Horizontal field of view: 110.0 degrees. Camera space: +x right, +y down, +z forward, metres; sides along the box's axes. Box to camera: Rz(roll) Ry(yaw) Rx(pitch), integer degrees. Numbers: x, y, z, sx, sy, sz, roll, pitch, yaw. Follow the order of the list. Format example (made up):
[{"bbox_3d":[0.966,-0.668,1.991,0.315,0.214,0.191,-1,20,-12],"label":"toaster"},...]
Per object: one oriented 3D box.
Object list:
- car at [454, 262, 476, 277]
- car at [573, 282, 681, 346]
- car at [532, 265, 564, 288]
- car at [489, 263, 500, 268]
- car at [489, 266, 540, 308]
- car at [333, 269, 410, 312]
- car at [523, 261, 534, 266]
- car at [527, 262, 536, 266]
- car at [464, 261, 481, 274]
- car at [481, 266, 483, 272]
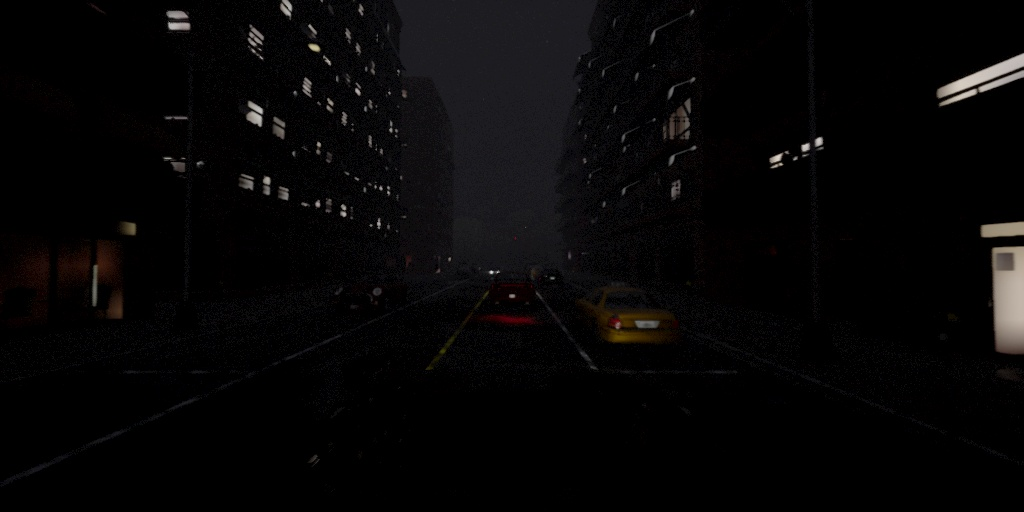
[{"bbox_3d":[-5.801,1.750,42.768,2.007,1.370,4.403,0,0,0],"label":"car"},{"bbox_3d":[2.703,1.358,9.494,1.751,1.417,4.829,0,0,0],"label":"car"},{"bbox_3d":[2.774,1.588,26.669,1.948,1.339,4.313,0,0,0],"label":"car"},{"bbox_3d":[-2.996,2.004,64.333,1.994,1.385,4.181,0,-1,0],"label":"car"},{"bbox_3d":[0.031,1.384,16.101,1.882,1.535,5.008,0,0,1],"label":"car"},{"bbox_3d":[-5.703,1.334,14.928,1.967,1.591,4.097,0,0,0],"label":"car"},{"bbox_3d":[2.849,1.811,48.299,2.007,1.370,4.403,0,0,0],"label":"car"},{"bbox_3d":[2.844,1.663,37.333,1.751,1.417,4.829,0,0,0],"label":"car"},{"bbox_3d":[-5.799,1.576,48.335,2.192,1.841,5.009,0,0,0],"label":"car"},{"bbox_3d":[-5.796,1.889,53.903,1.948,1.339,4.313,0,0,0],"label":"car"}]
